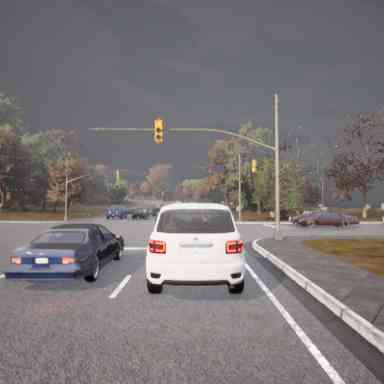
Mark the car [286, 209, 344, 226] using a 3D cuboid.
[{"bbox_3d":[12.009,2.481,32.670,4.902,1.511,2.128,0,-3,-1],"label":"car"}]

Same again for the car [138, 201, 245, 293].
[{"bbox_3d":[0.087,1.318,9.202,2.150,2.045,5.566,0,-1,0],"label":"car"}]

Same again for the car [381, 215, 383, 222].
[{"bbox_3d":[21.430,2.498,33.029,4.902,1.511,2.128,0,-3,-3],"label":"car"}]

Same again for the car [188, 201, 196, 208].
[{"bbox_3d":[-0.084,3.270,87.819,1.837,1.490,4.892,0,0,-3],"label":"car"}]

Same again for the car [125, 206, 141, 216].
[{"bbox_3d":[-10.547,3.388,59.885,2.033,1.411,5.357,0,-1,0],"label":"car"}]

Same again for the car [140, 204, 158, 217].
[{"bbox_3d":[-7.069,2.997,55.350,2.150,2.045,5.566,0,-1,0],"label":"car"}]

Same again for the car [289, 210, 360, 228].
[{"bbox_3d":[11.728,2.381,29.155,5.357,1.411,2.033,0,-3,-1],"label":"car"}]

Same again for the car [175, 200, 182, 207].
[{"bbox_3d":[-3.561,3.076,87.467,1.882,1.535,5.008,0,0,-3],"label":"car"}]

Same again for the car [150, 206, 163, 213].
[{"bbox_3d":[-7.007,3.468,66.242,1.895,1.301,4.718,0,0,1],"label":"car"}]

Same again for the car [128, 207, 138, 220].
[{"bbox_3d":[-7.069,3.135,45.822,1.895,1.301,4.718,0,-2,-1],"label":"car"}]

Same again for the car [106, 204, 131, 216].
[{"bbox_3d":[-10.590,2.799,47.183,2.150,2.045,5.566,0,-2,-2],"label":"car"}]

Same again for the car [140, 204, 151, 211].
[{"bbox_3d":[-10.471,3.425,75.225,1.895,1.301,4.718,0,0,0],"label":"car"}]

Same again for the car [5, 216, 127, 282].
[{"bbox_3d":[-3.413,1.662,10.057,2.033,1.411,5.357,0,-1,0],"label":"car"}]

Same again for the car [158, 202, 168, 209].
[{"bbox_3d":[-6.971,3.316,80.970,2.033,1.411,5.357,0,0,0],"label":"car"}]
